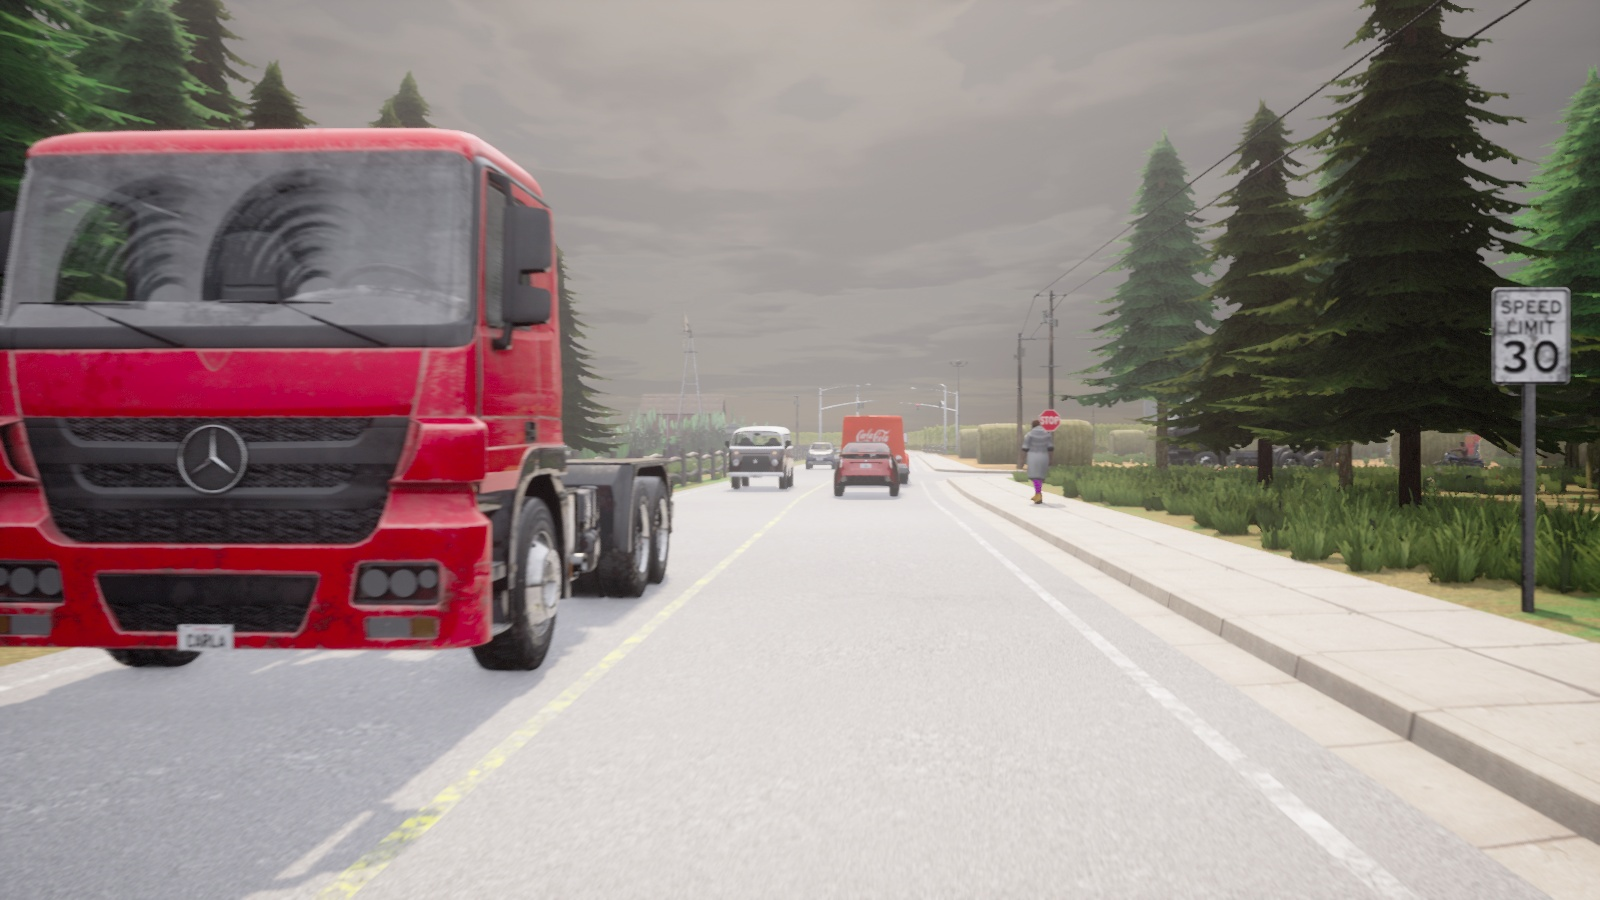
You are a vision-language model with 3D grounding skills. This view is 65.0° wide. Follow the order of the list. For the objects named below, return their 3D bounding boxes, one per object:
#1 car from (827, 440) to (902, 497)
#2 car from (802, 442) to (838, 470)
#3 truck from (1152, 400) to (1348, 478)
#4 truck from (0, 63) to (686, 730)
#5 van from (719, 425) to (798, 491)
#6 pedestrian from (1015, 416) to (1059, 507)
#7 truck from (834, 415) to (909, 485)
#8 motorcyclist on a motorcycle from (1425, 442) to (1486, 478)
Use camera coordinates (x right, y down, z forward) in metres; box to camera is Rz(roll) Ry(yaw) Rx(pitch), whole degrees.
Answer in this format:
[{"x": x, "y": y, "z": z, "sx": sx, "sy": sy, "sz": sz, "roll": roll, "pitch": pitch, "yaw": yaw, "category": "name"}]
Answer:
[{"x": 1.872, "y": 0.484, "z": 35.934, "sx": 2.007, "sy": 1.525, "sz": 4.514, "roll": 0, "pitch": 0, "yaw": 4, "category": "car"}, {"x": 1.139, "y": 0.317, "z": 71.137, "sx": 1.789, "sy": 1.549, "sz": 3.705, "roll": 0, "pitch": 0, "yaw": 5, "category": "car"}, {"x": 20.539, "y": -0.505, "z": 57.629, "sx": 7.936, "sy": 3.462, "sz": 2.891, "roll": 0, "pitch": 0, "yaw": 2, "category": "truck"}, {"x": -2.963, "y": -0.299, "z": 10.554, "sx": 2.891, "sy": 3.462, "sz": 7.936, "roll": 0, "pitch": 0, "yaw": 3, "category": "truck"}, {"x": -1.278, "y": 0.230, "z": 40.718, "sx": 2.069, "sy": 2.038, "sz": 4.480, "roll": 0, "pitch": 0, "yaw": 5, "category": "van"}, {"x": 5.169, "y": 0.250, "z": 27.373, "sx": 0.659, "sy": 1.952, "sz": 0.873, "roll": 0, "pitch": 0, "yaw": -11, "category": "pedestrian"}, {"x": 2.688, "y": -0.009, "z": 46.414, "sx": 2.627, "sy": 2.467, "sz": 5.204, "roll": 0, "pitch": 0, "yaw": 4, "category": "truck"}, {"x": 29.928, "y": 0.442, "z": 57.347, "sx": 2.350, "sy": 1.649, "sz": 0.766, "roll": 0, "pitch": 0, "yaw": 2, "category": "motorcyclist on a motorcycle"}]
